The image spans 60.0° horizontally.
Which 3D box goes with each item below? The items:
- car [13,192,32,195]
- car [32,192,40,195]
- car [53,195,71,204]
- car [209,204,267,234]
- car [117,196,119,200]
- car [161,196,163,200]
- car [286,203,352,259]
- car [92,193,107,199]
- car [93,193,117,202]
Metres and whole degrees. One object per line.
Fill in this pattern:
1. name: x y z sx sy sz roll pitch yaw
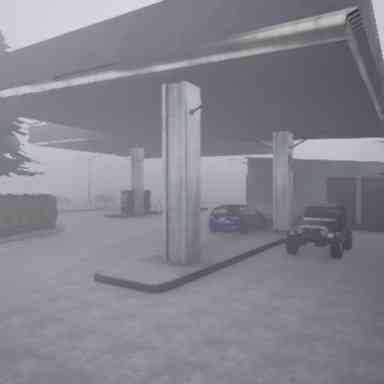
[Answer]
1. car: -35.804 0.935 69.187 3.866 1.878 1.905 0 0 33
2. car: -34.553 0.938 71.842 4.605 1.855 1.932 0 0 33
3. car: -22.591 1.208 56.346 4.514 1.523 2.007 0 0 33
4. car: 2.860 1.556 20.132 2.242 1.667 4.611 0 0 33
5. car: -19.668 1.150 80.733 3.806 1.475 1.970 0 0 33
6. car: -4.149 1.130 70.359 5.027 1.636 2.152 0 0 33
7. car: 5.209 1.423 13.397 1.905 1.878 3.866 0 0 33
8. car: -24.233 1.109 87.298 3.633 1.501 1.845 0 0 33
9. car: -17.068 1.173 64.674 3.633 1.501 1.845 0 0 33
